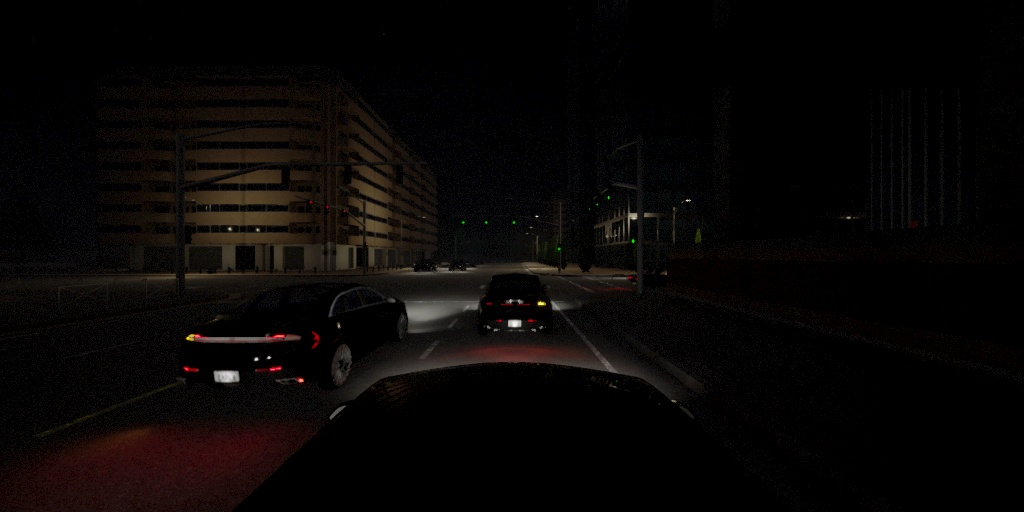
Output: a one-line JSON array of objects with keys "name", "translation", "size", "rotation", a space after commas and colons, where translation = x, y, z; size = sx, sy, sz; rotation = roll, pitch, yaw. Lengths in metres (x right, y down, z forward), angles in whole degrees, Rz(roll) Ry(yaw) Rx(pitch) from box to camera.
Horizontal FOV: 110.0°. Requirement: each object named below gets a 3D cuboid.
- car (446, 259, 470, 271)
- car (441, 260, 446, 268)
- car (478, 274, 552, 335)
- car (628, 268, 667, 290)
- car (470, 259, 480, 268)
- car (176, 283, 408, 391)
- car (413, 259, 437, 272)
[{"name": "car", "translation": [-7.395, 1.254, 49.183], "size": [1.837, 1.490, 4.892], "rotation": [0, 0, 0]}, {"name": "car", "translation": [-10.776, 1.350, 60.756], "size": [1.895, 1.301, 4.718], "rotation": [0, 0, 1]}, {"name": "car", "translation": [0.095, 1.256, 10.472], "size": [1.837, 1.490, 4.892], "rotation": [0, 0, 1]}, {"name": "car", "translation": [9.874, 1.416, 22.405], "size": [4.718, 1.301, 1.895], "rotation": [0, 0, 0]}, {"name": "car", "translation": [-7.270, 1.240, 61.172], "size": [2.128, 1.511, 4.902], "rotation": [0, 0, 1]}, {"name": "car", "translation": [-3.440, 1.242, 6.770], "size": [2.128, 1.511, 4.902], "rotation": [0, 0, 0]}, {"name": "car", "translation": [-10.906, 1.103, 45.108], "size": [2.097, 1.767, 4.553], "rotation": [0, 0, 0]}]
